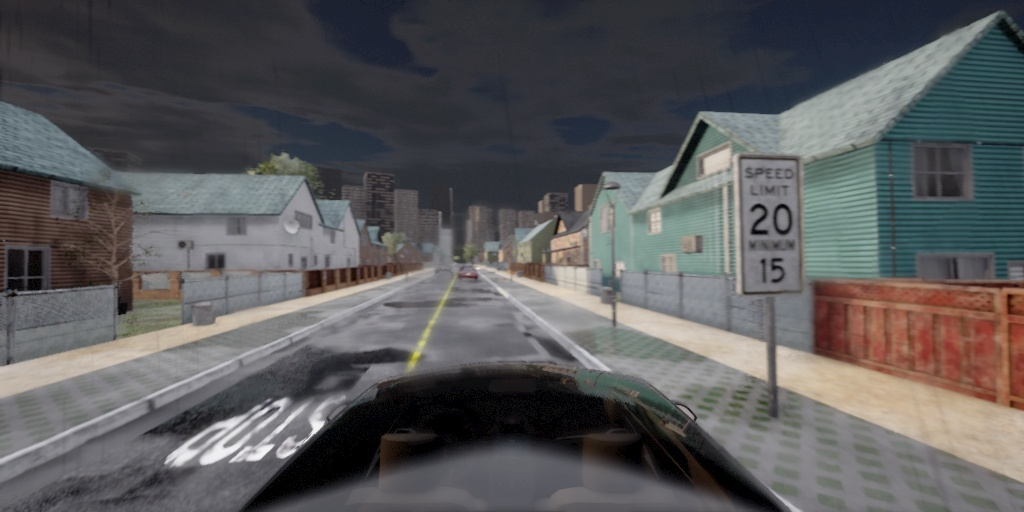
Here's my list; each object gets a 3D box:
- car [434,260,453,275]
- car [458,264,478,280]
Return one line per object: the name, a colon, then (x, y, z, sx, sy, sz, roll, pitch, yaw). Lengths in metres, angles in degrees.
car: (-8.211, 1.290, 43.301, 2.097, 1.767, 4.553, -1, -1, -8)
car: (-4.566, 1.767, 37.358, 1.994, 1.385, 4.181, -1, -1, -8)
